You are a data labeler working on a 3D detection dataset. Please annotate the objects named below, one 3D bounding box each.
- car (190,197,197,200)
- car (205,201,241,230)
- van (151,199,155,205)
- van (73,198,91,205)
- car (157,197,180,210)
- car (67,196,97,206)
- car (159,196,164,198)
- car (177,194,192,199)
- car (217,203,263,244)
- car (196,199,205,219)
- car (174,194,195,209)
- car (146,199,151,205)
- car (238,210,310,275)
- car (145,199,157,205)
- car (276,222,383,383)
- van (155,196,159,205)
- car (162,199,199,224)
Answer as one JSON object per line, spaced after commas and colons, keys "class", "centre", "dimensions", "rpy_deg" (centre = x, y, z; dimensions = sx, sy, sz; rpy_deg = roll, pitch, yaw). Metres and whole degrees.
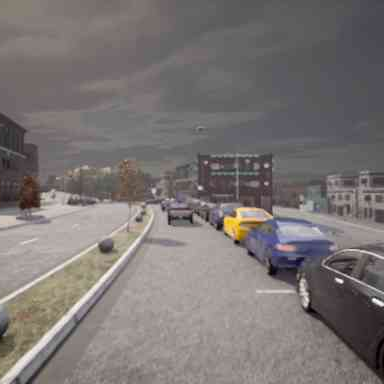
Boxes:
{"class": "car", "centre": [1.261, 1.561, 32.557], "dimensions": [2.002, 1.452, 4.674], "rpy_deg": [0, 0, -6]}
{"class": "car", "centre": [2.325, 1.374, 21.360], "dimensions": [2.185, 1.767, 4.553], "rpy_deg": [0, 0, -3]}
{"class": "van", "centre": [-7.509, 1.999, 76.099], "dimensions": [1.878, 1.987, 4.442], "rpy_deg": [0, -2, -15]}
{"class": "van", "centre": [-29.713, 2.624, 90.034], "dimensions": [4.442, 1.987, 1.878], "rpy_deg": [0, -2, -20]}
{"class": "car", "centre": [-2.935, 1.673, 41.428], "dimensions": [1.895, 1.301, 4.718], "rpy_deg": [0, 0, -9]}
{"class": "car", "centre": [-21.993, 1.799, 66.592], "dimensions": [5.566, 2.045, 2.435], "rpy_deg": [0, -2, -15]}
{"class": "car", "centre": [-4.656, 1.953, 65.256], "dimensions": [2.002, 1.452, 4.674], "rpy_deg": [0, -1, -13]}
{"class": "car", "centre": [-0.254, 1.440, 43.510], "dimensions": [2.185, 1.767, 4.553], "rpy_deg": [0, 0, -9]}
{"class": "car", "centre": [2.666, 1.488, 15.846], "dimensions": [2.097, 1.535, 5.008], "rpy_deg": [0, 0, -2]}
{"class": "car", "centre": [1.836, 1.540, 27.067], "dimensions": [2.163, 1.488, 4.792], "rpy_deg": [0, 0, -5]}
{"class": "car", "centre": [-1.185, 1.368, 49.043], "dimensions": [2.435, 2.045, 5.566], "rpy_deg": [0, -1, -10]}
{"class": "car", "centre": [-9.058, 2.431, 81.324], "dimensions": [2.163, 1.488, 4.792], "rpy_deg": [0, -2, -16]}
{"class": "car", "centre": [2.890, 1.517, 10.302], "dimensions": [2.002, 1.452, 4.674], "rpy_deg": [0, 0, -1]}
{"class": "car", "centre": [-10.735, 2.576, 86.552], "dimensions": [2.097, 1.535, 5.008], "rpy_deg": [0, -2, -18]}
{"class": "car", "centre": [2.996, 1.472, 4.755], "dimensions": [2.231, 1.521, 4.892], "rpy_deg": [0, 0, 0]}
{"class": "van", "centre": [-6.032, 1.834, 70.763], "dimensions": [1.878, 1.987, 4.442], "rpy_deg": [0, -1, -14]}
{"class": "car", "centre": [-0.978, 1.517, 25.167], "dimensions": [2.128, 1.511, 4.902], "rpy_deg": [0, 0, -5]}
